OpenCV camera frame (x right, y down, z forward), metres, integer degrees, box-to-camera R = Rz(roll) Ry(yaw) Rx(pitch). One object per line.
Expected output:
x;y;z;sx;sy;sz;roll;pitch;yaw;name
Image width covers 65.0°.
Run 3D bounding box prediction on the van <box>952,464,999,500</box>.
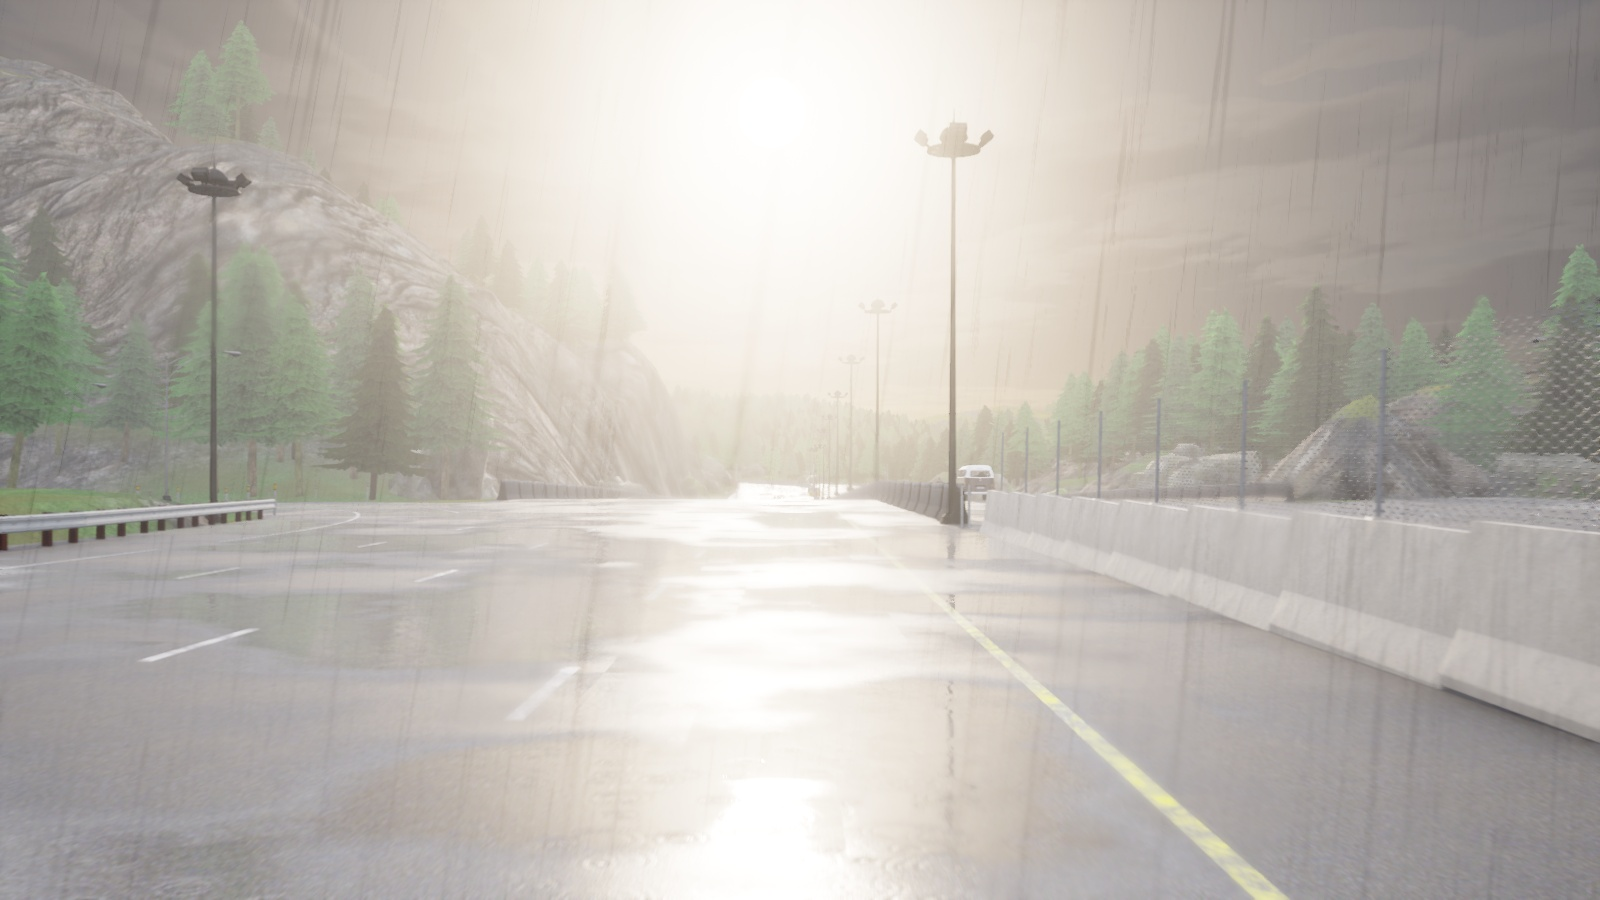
10.157;1.839;73.044;2.069;2.038;4.480;0;-1;0;van
